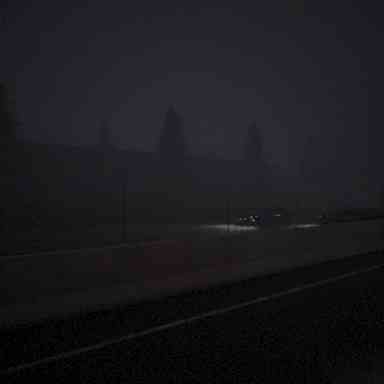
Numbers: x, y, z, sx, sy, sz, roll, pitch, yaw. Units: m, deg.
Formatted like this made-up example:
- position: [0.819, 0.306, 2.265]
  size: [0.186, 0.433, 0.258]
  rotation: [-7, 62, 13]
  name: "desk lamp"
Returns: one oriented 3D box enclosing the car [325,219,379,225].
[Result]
- position: [10.035, 1.689, 20.344]
  size: [4.892, 1.490, 1.837]
  rotation: [0, -1, -37]
  name: "car"
